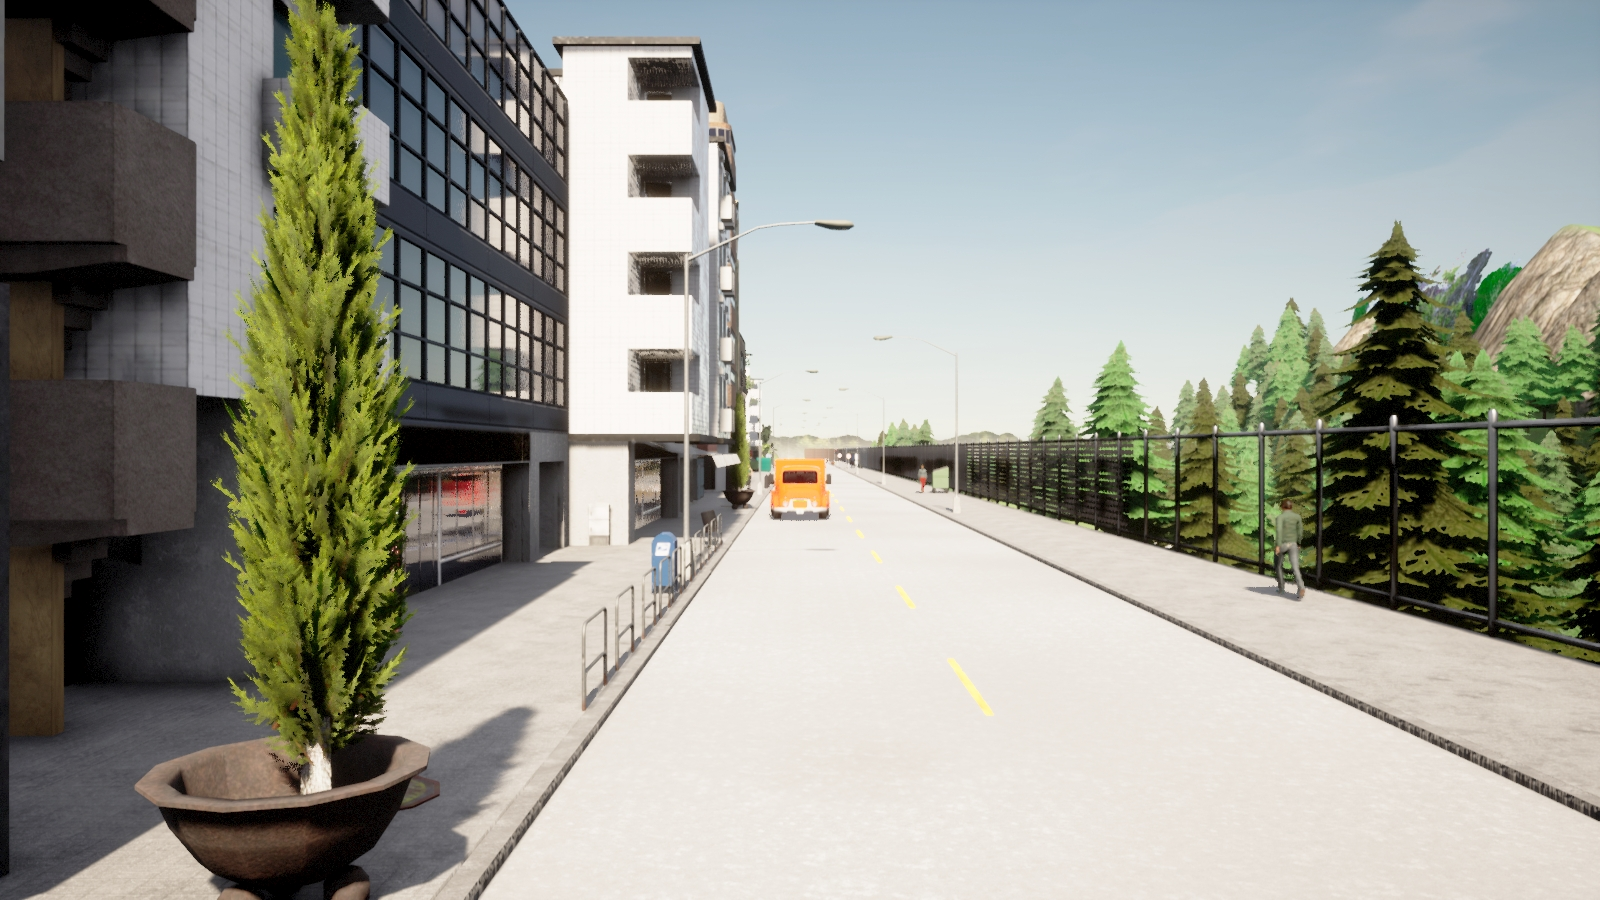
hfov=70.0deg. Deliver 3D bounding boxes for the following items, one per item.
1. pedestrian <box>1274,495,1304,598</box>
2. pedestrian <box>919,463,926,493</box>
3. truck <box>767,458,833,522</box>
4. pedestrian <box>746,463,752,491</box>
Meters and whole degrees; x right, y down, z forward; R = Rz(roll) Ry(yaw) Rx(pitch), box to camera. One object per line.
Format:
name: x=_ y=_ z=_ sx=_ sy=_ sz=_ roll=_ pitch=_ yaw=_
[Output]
pedestrian: x=8.923 y=1.753 z=20.841 sx=0.375 sy=1.860 sz=0.375 roll=0 pitch=0 yaw=-3
pedestrian: x=7.664 y=1.772 z=71.505 sx=0.375 sy=1.860 sz=0.375 roll=0 pitch=0 yaw=0
truck: x=0.002 y=1.586 z=47.440 sx=2.627 sy=2.467 sz=5.204 roll=0 pitch=0 yaw=0
pedestrian: x=-3.412 y=1.774 z=76.020 sx=0.375 sy=1.860 sz=0.375 roll=0 pitch=0 yaw=0
